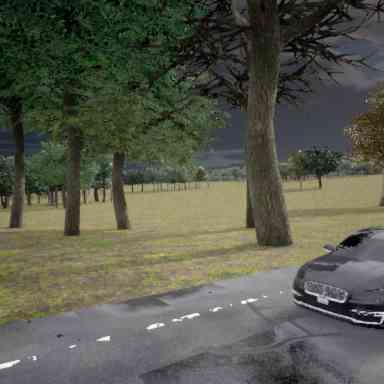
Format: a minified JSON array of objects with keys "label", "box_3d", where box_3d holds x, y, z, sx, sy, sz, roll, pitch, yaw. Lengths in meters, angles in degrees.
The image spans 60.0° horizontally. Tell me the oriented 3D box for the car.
[{"label":"car","box_3d":[4.091,1.499,6.783,4.892,1.490,1.837,0,0,-35]}]
